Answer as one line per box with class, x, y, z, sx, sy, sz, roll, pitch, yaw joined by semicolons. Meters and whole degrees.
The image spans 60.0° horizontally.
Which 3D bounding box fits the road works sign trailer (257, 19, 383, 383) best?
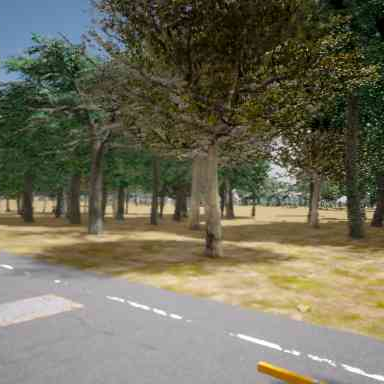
road works sign trailer;1.884;0.643;2.899;2.880;3.560;2.380;-1;-3;39
